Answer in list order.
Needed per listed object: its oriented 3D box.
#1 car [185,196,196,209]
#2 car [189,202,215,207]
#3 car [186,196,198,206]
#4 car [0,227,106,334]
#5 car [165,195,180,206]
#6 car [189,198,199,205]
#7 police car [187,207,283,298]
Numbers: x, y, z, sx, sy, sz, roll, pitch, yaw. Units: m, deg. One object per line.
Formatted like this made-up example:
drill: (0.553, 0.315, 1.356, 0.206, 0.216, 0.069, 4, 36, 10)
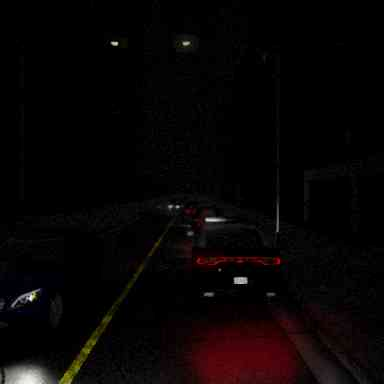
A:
car: (0.012, 1.633, 46.005, 1.895, 1.301, 4.718, 0, 0, 1)
car: (0.898, 1.534, 18.598, 1.812, 1.442, 4.674, 0, 0, 0)
car: (-0.007, 1.521, 58.733, 1.882, 1.535, 5.008, 0, 0, 0)
car: (-3.101, 1.527, 6.923, 1.812, 1.442, 4.674, 0, 0, 0)
car: (-3.007, 1.589, 56.106, 2.033, 1.411, 5.357, 0, 0, 0)
car: (0.897, 1.490, 24.598, 1.882, 1.535, 5.008, 0, 0, 0)
police car: (0.899, 1.428, 8.708, 1.930, 1.638, 5.238, 0, 0, 0)
